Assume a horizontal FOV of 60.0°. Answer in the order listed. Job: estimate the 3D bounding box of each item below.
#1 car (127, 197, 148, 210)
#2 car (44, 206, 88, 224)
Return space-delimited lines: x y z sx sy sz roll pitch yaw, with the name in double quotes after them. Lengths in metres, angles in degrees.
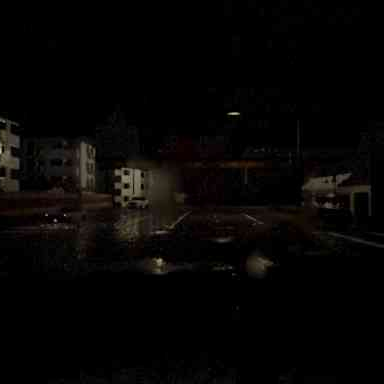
-8.655 1.769 53.442 2.150 2.045 5.566 0 -1 7 "car"
-10.164 1.863 27.155 1.895 1.301 4.718 0 -1 2 "car"
